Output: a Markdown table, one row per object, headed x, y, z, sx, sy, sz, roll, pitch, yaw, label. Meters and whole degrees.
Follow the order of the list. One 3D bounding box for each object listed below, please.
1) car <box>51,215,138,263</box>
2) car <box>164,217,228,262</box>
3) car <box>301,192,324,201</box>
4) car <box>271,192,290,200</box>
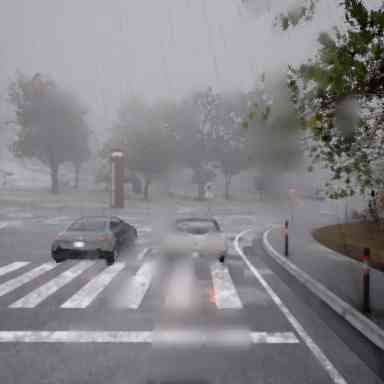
| x | y | z | sx | sy | sz | roll | pitch | yaw | label |
| --- | --- | --- | --- | --- | --- | --- | --- | --- | --- |
| -3.248 | 1.507 | 11.805 | 1.994 | 1.385 | 4.181 | 0 | 0 | 2 | car |
| 0.167 | 1.546 | 11.865 | 1.895 | 1.301 | 4.718 | 0 | 0 | 2 | car |
| 20.617 | 0.739 | 57.097 | 1.994 | 1.385 | 4.181 | 0 | 2 | -15 | car |
| 16.019 | 0.624 | 60.784 | 1.994 | 1.385 | 4.181 | -1 | 2 | -23 | car |
